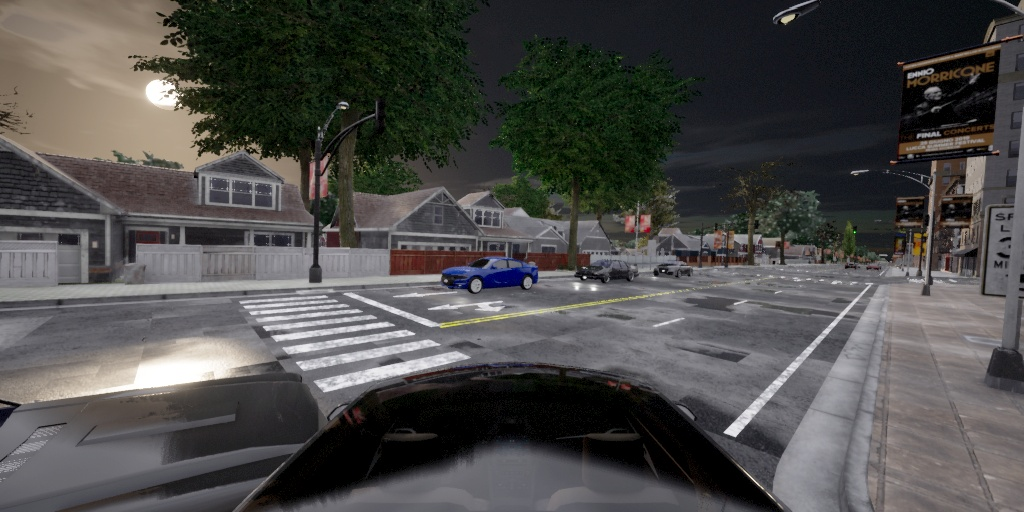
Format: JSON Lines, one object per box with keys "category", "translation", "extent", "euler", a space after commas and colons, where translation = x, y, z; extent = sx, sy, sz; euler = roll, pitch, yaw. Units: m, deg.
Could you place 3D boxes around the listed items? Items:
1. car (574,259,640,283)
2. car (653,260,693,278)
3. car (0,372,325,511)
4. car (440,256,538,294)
{"category": "car", "translation": [6.342, 0.931, 23.425], "extent": [5.357, 1.411, 2.033], "euler": [1, 2, -43]}
{"category": "car", "translation": [13.632, 1.033, 30.250], "extent": [4.181, 1.385, 1.994], "euler": [1, 2, -44]}
{"category": "car", "translation": [-3.317, 1.272, 1.448], "extent": [4.718, 1.301, 1.895], "euler": [1, 2, -33]}
{"category": "car", "translation": [-0.916, 0.780, 16.602], "extent": [5.008, 1.535, 1.882], "euler": [1, 2, -43]}
